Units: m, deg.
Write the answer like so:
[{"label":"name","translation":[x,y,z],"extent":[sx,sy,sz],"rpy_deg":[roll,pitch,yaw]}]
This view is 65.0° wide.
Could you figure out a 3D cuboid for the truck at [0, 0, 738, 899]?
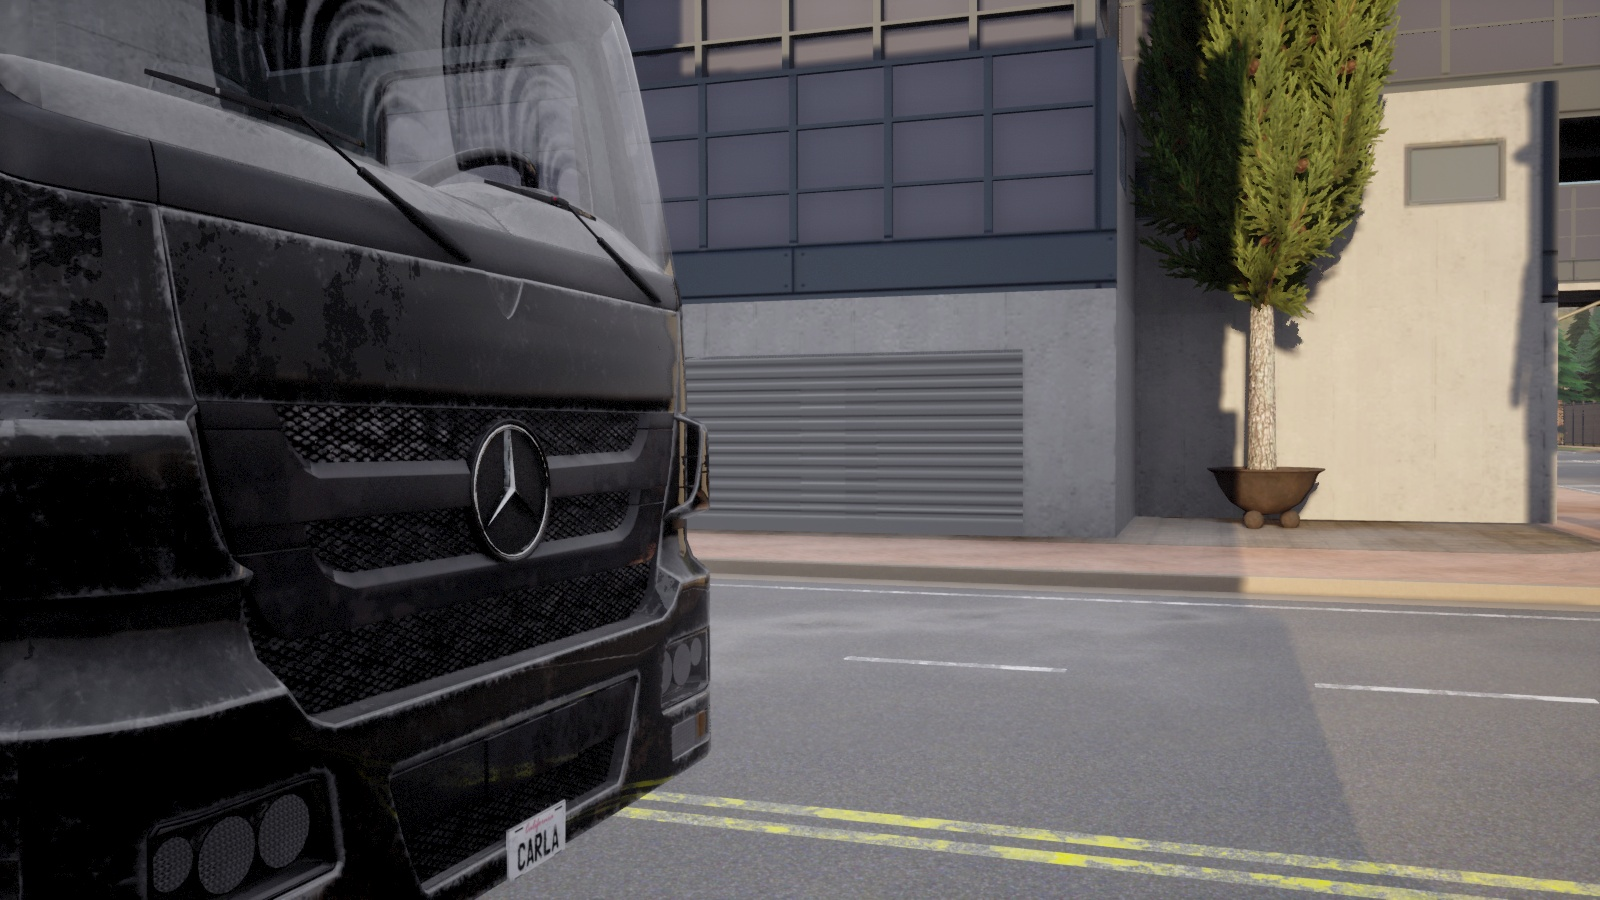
[{"label":"truck","translation":[-4.464,-0.248,4.736],"extent":[7.936,3.462,2.891],"rpy_deg":[1,1,20]}]
